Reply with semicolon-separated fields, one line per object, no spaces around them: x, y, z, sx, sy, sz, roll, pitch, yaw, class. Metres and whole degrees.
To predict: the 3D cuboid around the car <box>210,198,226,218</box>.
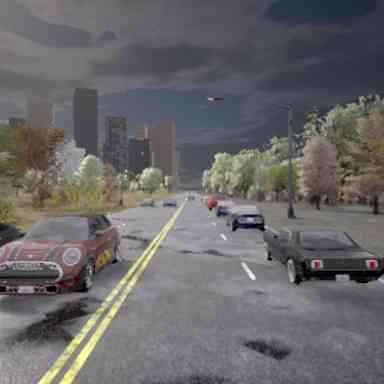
3.245;1.594;31.896;2.163;1.488;4.792;0;0;0;car

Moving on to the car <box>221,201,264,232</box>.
3.255;1.567;20.878;2.163;1.488;4.792;0;0;0;car

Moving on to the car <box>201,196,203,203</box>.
3.138;1.603;64.877;1.882;1.535;5.008;0;0;0;car

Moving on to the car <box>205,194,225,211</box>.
3.210;1.328;42.899;2.150;2.045;5.566;0;0;0;car

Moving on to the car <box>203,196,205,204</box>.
3.176;1.714;53.903;1.895;1.301;4.718;0;0;0;car

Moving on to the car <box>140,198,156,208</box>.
-6.643;1.647;50.258;1.812;1.442;4.674;0;0;0;car

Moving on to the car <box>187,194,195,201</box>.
-0.181;1.518;86.449;2.128;1.511;4.902;0;0;0;car

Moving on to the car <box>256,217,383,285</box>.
3.351;1.631;9.592;1.895;1.301;4.718;0;0;0;car

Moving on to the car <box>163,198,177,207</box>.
-3.385;1.687;52.280;1.994;1.385;4.181;0;0;0;car

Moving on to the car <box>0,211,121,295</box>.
-3.349;1.384;8.962;2.097;1.767;4.553;0;0;0;car

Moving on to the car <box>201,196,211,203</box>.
3.103;1.632;75.911;2.163;1.488;4.792;0;0;0;car
